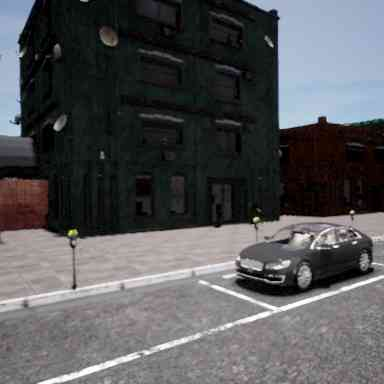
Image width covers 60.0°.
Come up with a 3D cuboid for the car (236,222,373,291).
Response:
[{"bbox_3d":[3.092,1.513,8.767,4.403,1.369,2.008,0,0,-35],"label":"car"}]
